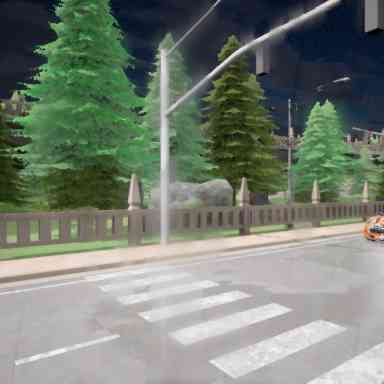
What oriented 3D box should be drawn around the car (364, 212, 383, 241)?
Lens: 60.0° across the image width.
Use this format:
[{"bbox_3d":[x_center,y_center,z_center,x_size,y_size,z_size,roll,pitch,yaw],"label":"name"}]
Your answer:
[{"bbox_3d":[9.941,1.351,15.374,4.553,1.767,2.097,0,0,-35],"label":"car"}]
